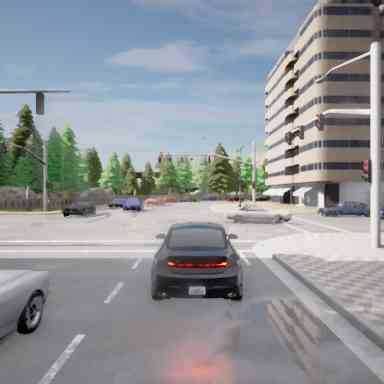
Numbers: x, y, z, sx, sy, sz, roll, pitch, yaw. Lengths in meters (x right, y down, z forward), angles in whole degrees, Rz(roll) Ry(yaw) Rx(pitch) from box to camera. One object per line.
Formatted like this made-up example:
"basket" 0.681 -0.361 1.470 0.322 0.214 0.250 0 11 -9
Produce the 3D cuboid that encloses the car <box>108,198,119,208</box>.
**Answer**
"car" -10.265 1.541 46.860 2.033 1.411 5.357 0 0 3

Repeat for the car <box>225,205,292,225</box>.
"car" 4.820 1.617 24.292 4.718 1.301 1.895 1 0 14

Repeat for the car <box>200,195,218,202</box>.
"car" 3.988 1.450 79.270 5.008 1.535 1.882 0 0 -44

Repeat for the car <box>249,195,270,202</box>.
"car" 15.227 1.586 74.763 4.718 1.301 1.895 0 0 -33

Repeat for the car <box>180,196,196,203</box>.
"car" -0.829 1.554 67.963 1.994 1.385 4.181 0 0 31

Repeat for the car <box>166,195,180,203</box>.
"car" -5.056 1.342 67.529 2.097 1.767 4.553 0 0 28

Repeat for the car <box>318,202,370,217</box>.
"car" 14.619 1.599 30.987 5.357 1.411 2.033 0 0 0

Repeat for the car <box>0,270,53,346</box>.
"car" -3.424 1.600 3.805 1.895 1.301 4.718 0 0 0

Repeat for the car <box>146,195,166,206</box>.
"car" -6.081 1.344 53.130 2.097 1.767 4.553 0 0 9

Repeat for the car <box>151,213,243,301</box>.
"car" 0.121 1.504 8.324 1.837 1.490 4.892 0 0 1

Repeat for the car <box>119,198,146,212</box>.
"car" -6.750 1.473 38.065 1.882 1.535 5.008 0 0 -4

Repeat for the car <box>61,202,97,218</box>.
"car" -10.514 1.643 31.224 1.895 1.301 4.718 0 0 0

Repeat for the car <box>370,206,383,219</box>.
"car" 17.713 1.578 27.475 4.674 1.442 1.812 0 0 0

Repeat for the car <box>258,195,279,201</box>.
"car" 18.554 1.490 80.548 4.892 1.490 1.837 0 0 -22

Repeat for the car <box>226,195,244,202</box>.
"car" 9.753 1.468 75.037 5.008 1.535 1.882 0 0 -41
